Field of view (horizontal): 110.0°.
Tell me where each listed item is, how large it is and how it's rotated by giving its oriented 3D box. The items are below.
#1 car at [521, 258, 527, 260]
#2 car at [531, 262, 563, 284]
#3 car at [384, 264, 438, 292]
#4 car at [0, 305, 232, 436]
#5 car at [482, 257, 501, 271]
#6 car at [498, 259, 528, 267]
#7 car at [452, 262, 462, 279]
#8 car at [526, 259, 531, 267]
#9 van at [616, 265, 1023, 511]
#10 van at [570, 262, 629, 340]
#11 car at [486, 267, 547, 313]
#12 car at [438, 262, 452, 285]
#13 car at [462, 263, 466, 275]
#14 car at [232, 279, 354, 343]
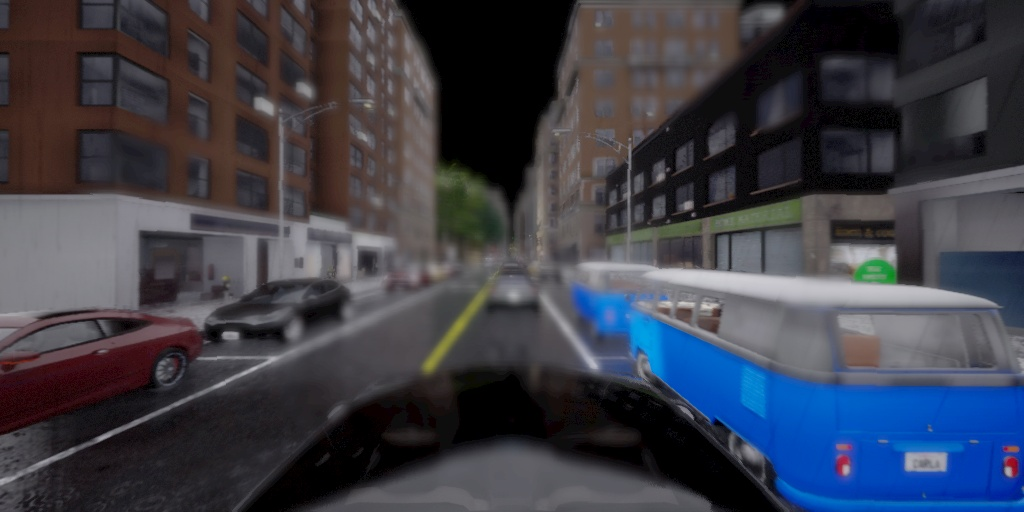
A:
[{"bbox_3d":[2.683,1.331,53.730,1.948,1.339,4.313,0,0,0],"label":"car"},{"bbox_3d":[2.675,1.296,26.193,2.007,1.370,4.403,0,0,0],"label":"car"},{"bbox_3d":[-5.852,1.185,20.700,1.967,1.591,4.097,0,0,0],"label":"car"},{"bbox_3d":[-5.857,1.330,4.175,1.802,1.307,4.207,0,0,0],"label":"car"},{"bbox_3d":[-3.058,1.254,50.154,2.128,1.511,4.902,0,0,0],"label":"car"},{"bbox_3d":[0.080,1.254,28.989,1.837,1.490,4.892,0,0,0],"label":"car"},{"bbox_3d":[-5.849,1.330,31.717,1.802,1.307,4.207,0,0,0],"label":"car"},{"bbox_3d":[2.678,1.276,37.378,1.751,1.417,4.829,0,0,0],"label":"car"},{"bbox_3d":[2.669,1.089,4.163,1.690,1.789,3.998,0,0,0],"label":"van"},{"bbox_3d":[2.671,1.086,9.670,1.690,1.789,3.998,0,0,0],"label":"van"},{"bbox_3d":[0.076,1.309,13.908,1.994,1.385,4.181,0,0,0],"label":"car"},{"bbox_3d":[-5.850,1.272,26.039,1.751,1.417,4.829,0,0,0],"label":"car"},{"bbox_3d":[-5.847,1.317,37.226,1.948,1.339,4.313,0,0,0],"label":"car"},{"bbox_3d":[-5.855,1.312,9.683,1.948,1.339,4.313,0,0,0],"label":"car"}]
